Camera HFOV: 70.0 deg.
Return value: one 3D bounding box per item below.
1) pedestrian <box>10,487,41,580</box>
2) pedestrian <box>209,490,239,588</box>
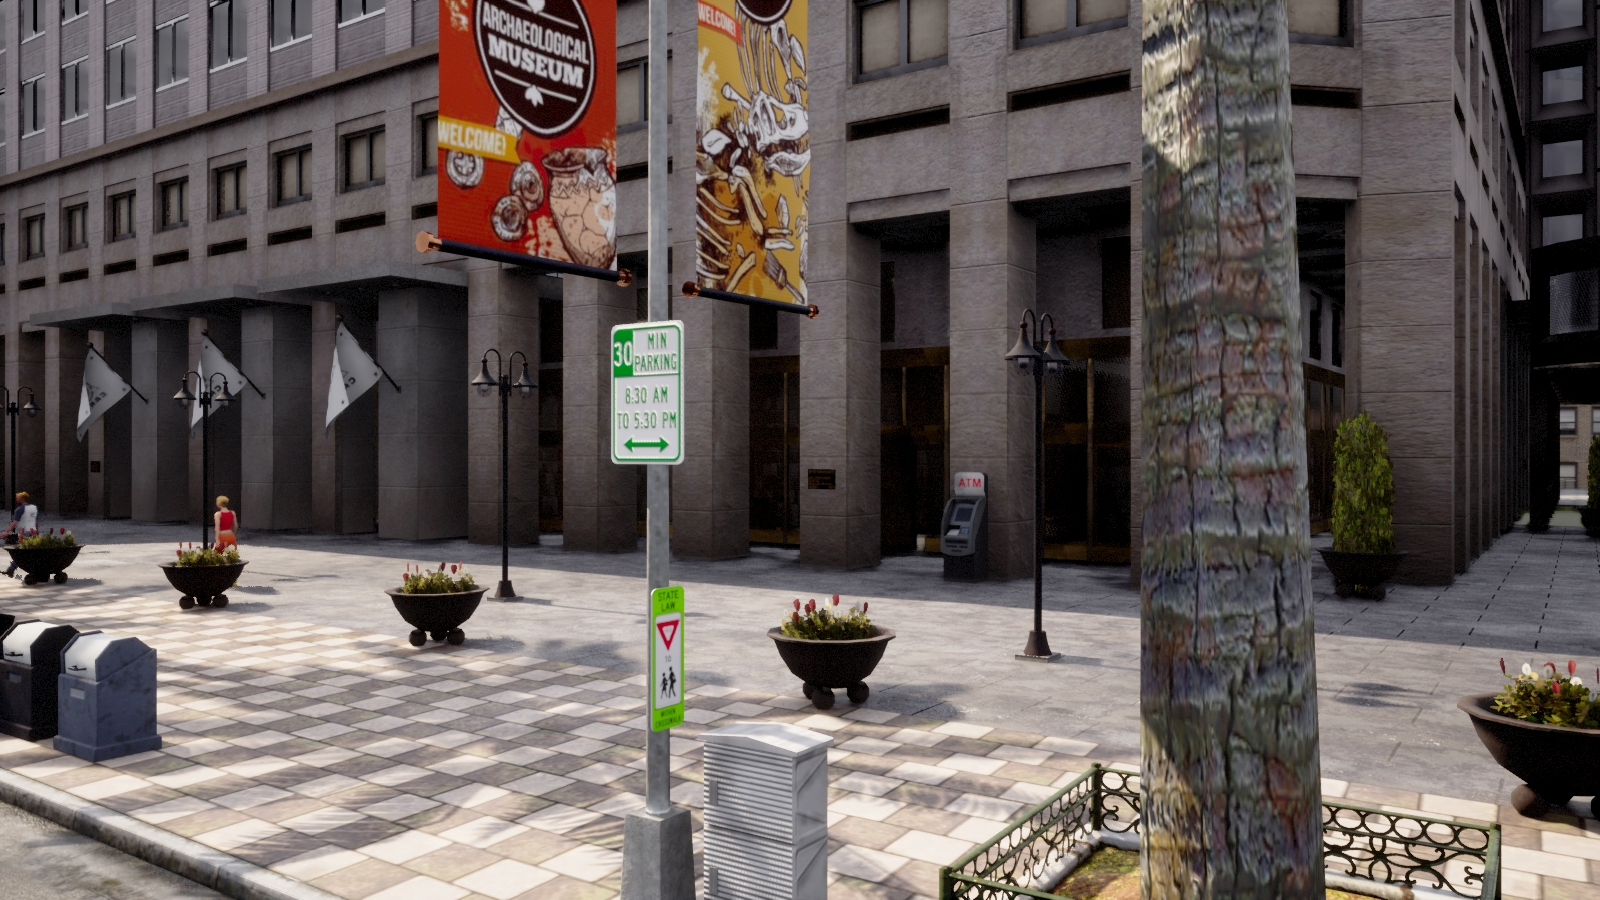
[{"bbox_3d":[-15.811,1.696,23.331,0.375,1.860,0.375,0,0,-5],"label":"pedestrian"},{"bbox_3d":[-11.099,1.704,22.010,0.375,1.860,0.375,0,0,35],"label":"pedestrian"}]
